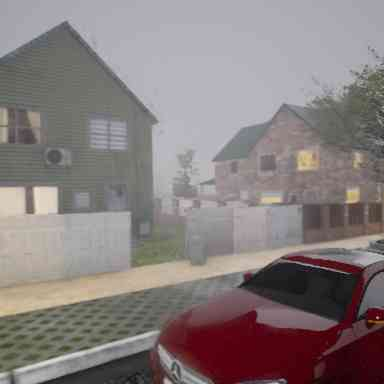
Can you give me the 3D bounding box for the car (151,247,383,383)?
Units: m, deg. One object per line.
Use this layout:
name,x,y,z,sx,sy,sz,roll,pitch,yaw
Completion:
car,1.754,1.524,4.272,4.674,1.442,1.812,0,0,-34
